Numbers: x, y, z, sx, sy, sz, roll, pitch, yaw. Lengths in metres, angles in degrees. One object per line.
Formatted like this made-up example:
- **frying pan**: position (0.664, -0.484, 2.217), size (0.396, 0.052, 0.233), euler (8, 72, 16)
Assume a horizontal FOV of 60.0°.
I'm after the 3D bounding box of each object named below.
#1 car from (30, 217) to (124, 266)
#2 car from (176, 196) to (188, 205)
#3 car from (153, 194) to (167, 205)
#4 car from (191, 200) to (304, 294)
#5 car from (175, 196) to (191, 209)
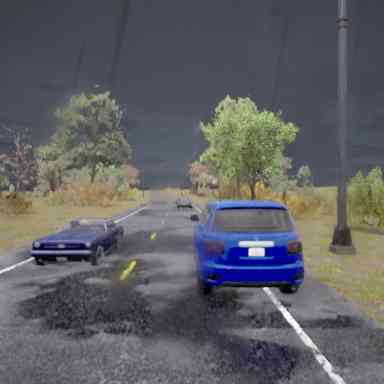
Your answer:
- **car**: position (-3.700, 1.581, 11.570), size (1.895, 1.301, 4.718), euler (0, 0, -1)
- **car**: position (-1.828, 1.424, 57.859), size (1.994, 1.385, 4.181), euler (0, 0, -4)
- **car**: position (-5.369, 1.218, 55.840), size (2.097, 1.767, 4.553), euler (0, 0, -3)
- **car**: position (1.172, 1.209, 8.874), size (2.150, 2.045, 5.566), euler (0, 0, -1)
- **car**: position (-1.054, 1.463, 44.366), size (1.994, 1.385, 4.181), euler (0, 0, -3)
